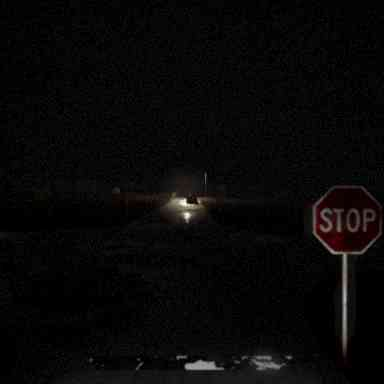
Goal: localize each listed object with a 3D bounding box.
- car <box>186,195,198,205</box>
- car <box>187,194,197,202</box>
[{"bbox_3d":[0.001,1.332,59.990,2.097,1.767,4.553,0,0,0],"label":"car"},{"bbox_3d":[0.002,1.292,70.055,2.128,1.511,4.902,0,1,0],"label":"car"}]
